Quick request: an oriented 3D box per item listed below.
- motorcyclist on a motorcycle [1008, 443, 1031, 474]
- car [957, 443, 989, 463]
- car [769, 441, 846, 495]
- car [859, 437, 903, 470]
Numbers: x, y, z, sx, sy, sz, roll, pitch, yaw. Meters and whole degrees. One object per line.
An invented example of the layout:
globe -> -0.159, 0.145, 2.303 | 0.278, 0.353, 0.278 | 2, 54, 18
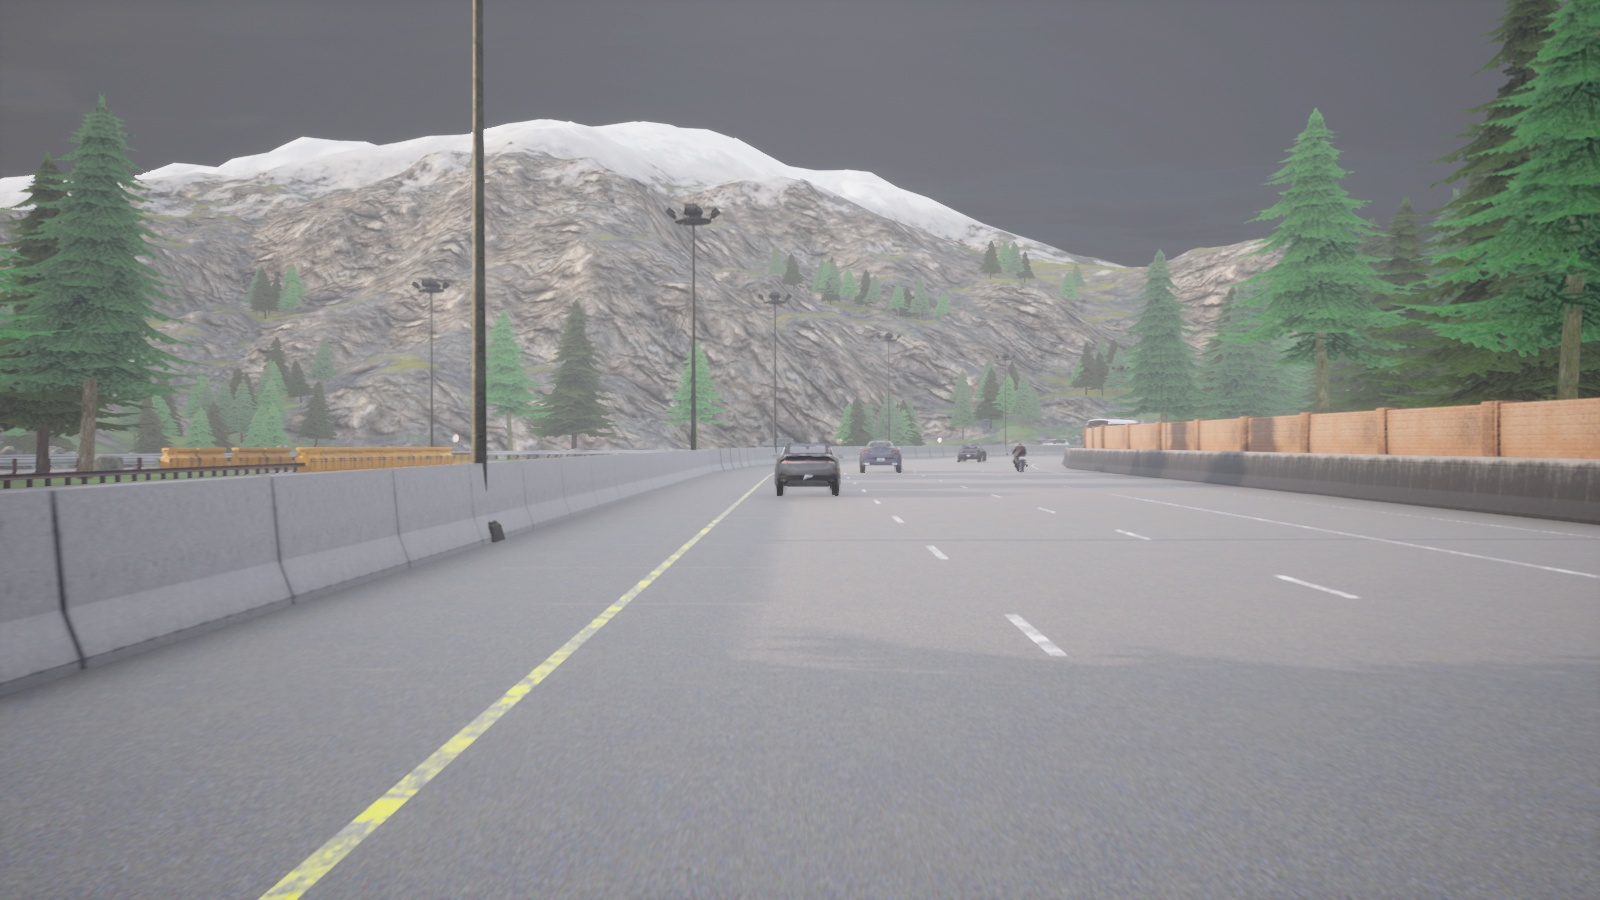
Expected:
motorcyclist on a motorcycle -> 11.045, 0.434, 63.223 | 0.866, 1.530, 2.191 | 1, 0, 3
car -> 13.305, 0.227, 96.420 | 1.816, 1.474, 4.193 | 0, 0, 16
car -> 0.228, 0.492, 37.344 | 2.128, 1.511, 4.902 | 0, 0, 0
car -> 4.172, 0.163, 64.907 | 2.152, 1.651, 5.027 | 0, 0, 4
